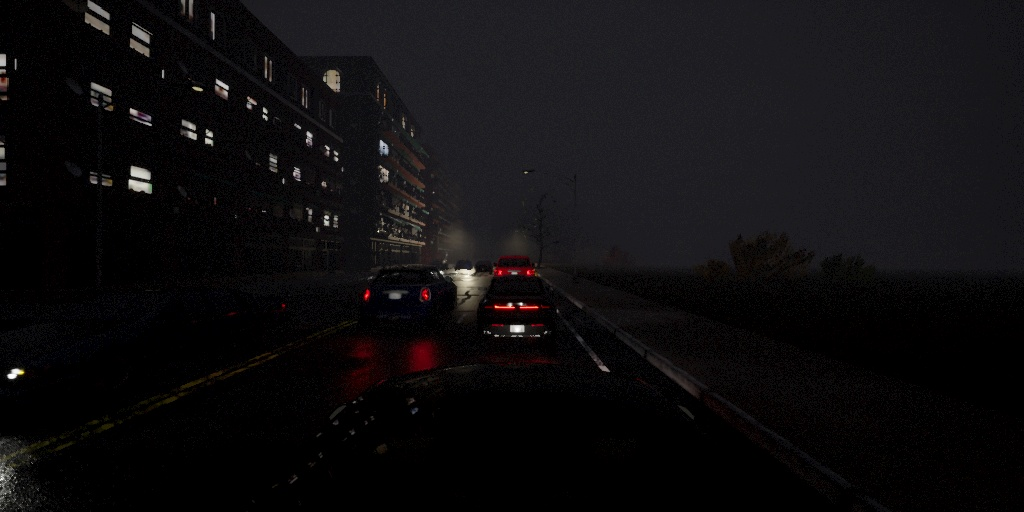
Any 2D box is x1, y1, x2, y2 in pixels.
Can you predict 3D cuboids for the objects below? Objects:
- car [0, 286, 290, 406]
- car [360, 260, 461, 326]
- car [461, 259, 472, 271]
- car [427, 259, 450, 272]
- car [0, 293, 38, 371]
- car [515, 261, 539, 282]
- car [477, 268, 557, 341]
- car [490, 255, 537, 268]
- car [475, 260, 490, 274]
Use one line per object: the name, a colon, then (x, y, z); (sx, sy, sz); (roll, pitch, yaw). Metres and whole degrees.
car: (-6.594, 1.298, 6.787); (2.033, 1.411, 5.357); (0, 0, 0)
car: (-3.139, 1.105, 11.765); (2.097, 1.767, 4.553); (0, 0, 0)
car: (-6.544, 1.230, 48.505); (1.882, 1.535, 5.008); (0, 0, 0)
car: (-9.794, 1.244, 48.234); (2.128, 1.511, 4.902); (0, 0, 0)
car: (-9.845, 1.351, 4.376); (1.895, 1.301, 4.718); (0, 0, 0)
car: (1.171, 1.209, 30.597); (1.801, 1.575, 5.366); (0, 0, 0)
car: (0.111, 1.256, 9.843); (1.837, 1.490, 4.892); (0, 0, 0)
car: (0.121, 0.974, 20.190); (2.150, 2.045, 5.566); (0, 0, 0)
car: (-3.104, 1.231, 40.795); (1.882, 1.535, 5.008); (0, 0, 0)
